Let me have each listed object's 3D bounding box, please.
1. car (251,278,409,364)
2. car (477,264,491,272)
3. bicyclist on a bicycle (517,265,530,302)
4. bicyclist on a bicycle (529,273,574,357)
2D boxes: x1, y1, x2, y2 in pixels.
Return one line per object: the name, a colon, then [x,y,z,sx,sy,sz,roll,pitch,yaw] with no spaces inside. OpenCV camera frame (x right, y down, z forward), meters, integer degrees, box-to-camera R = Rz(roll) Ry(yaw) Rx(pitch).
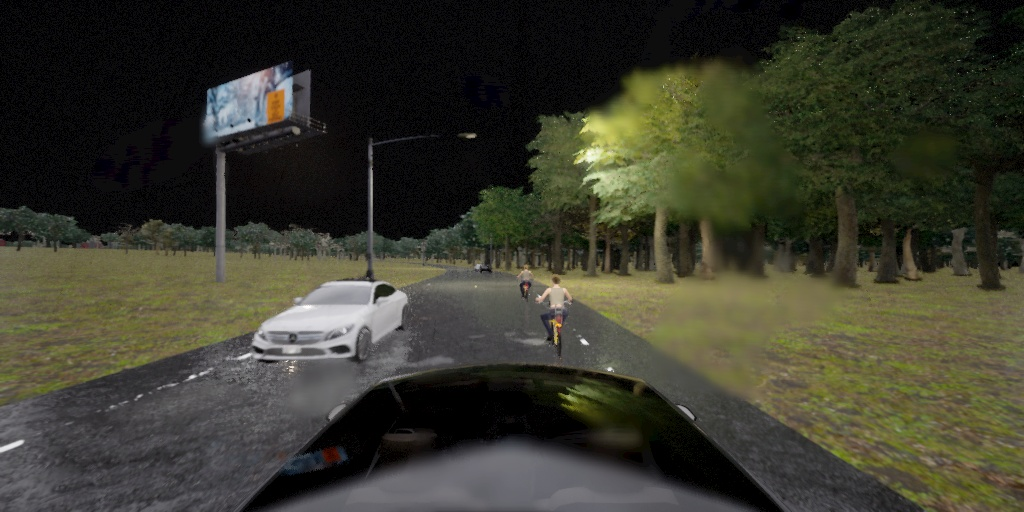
car: [-3.693,1.276,8.245,1.812,1.442,4.674,0,0,-1]
car: [-4.719,2.102,62.842,1.837,1.490,4.892,0,-1,-8]
bicyclist on a bicycle: [0.617,1.202,16.041,0.866,1.612,1.509,0,0,-2]
bicyclist on a bicycle: [0.909,1.188,7.557,0.866,1.612,1.509,0,0,-1]
